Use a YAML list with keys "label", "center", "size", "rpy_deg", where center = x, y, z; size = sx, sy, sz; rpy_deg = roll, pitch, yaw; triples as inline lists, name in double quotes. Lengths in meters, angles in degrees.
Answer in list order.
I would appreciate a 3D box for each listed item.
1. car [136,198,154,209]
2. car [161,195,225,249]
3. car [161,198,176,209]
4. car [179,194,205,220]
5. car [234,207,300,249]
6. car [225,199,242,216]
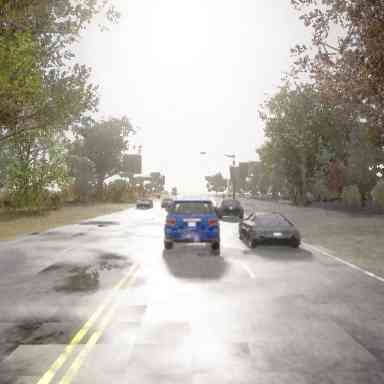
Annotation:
- label: "car"
  center: [-6.500, 1.613, 46.652]
  size: [2.033, 1.411, 5.357]
  rpy_deg: [0, 0, 0]
- label: "car"
  center: [0.000, 1.259, 14.681]
  size: [2.150, 2.045, 5.566]
  rpy_deg: [0, 0, 0]
- label: "car"
  center: [-3.250, 1.572, 46.652]
  size: [1.837, 1.490, 4.892]
  rpy_deg: [0, 0, 0]
- label: "car"
  center: [0.000, 1.263, 29.682]
  size: [2.150, 2.045, 5.566]
  rpy_deg: [0, 0, 0]
- label: "car"
  center: [3.250, 1.574, 14.650]
  size: [1.994, 1.385, 4.181]
  rpy_deg: [0, 0, 0]
- label: "car"
  center: [3.250, 1.372, 29.621]
  size: [2.097, 1.767, 4.553]
  rpy_deg: [0, 0, 0]
